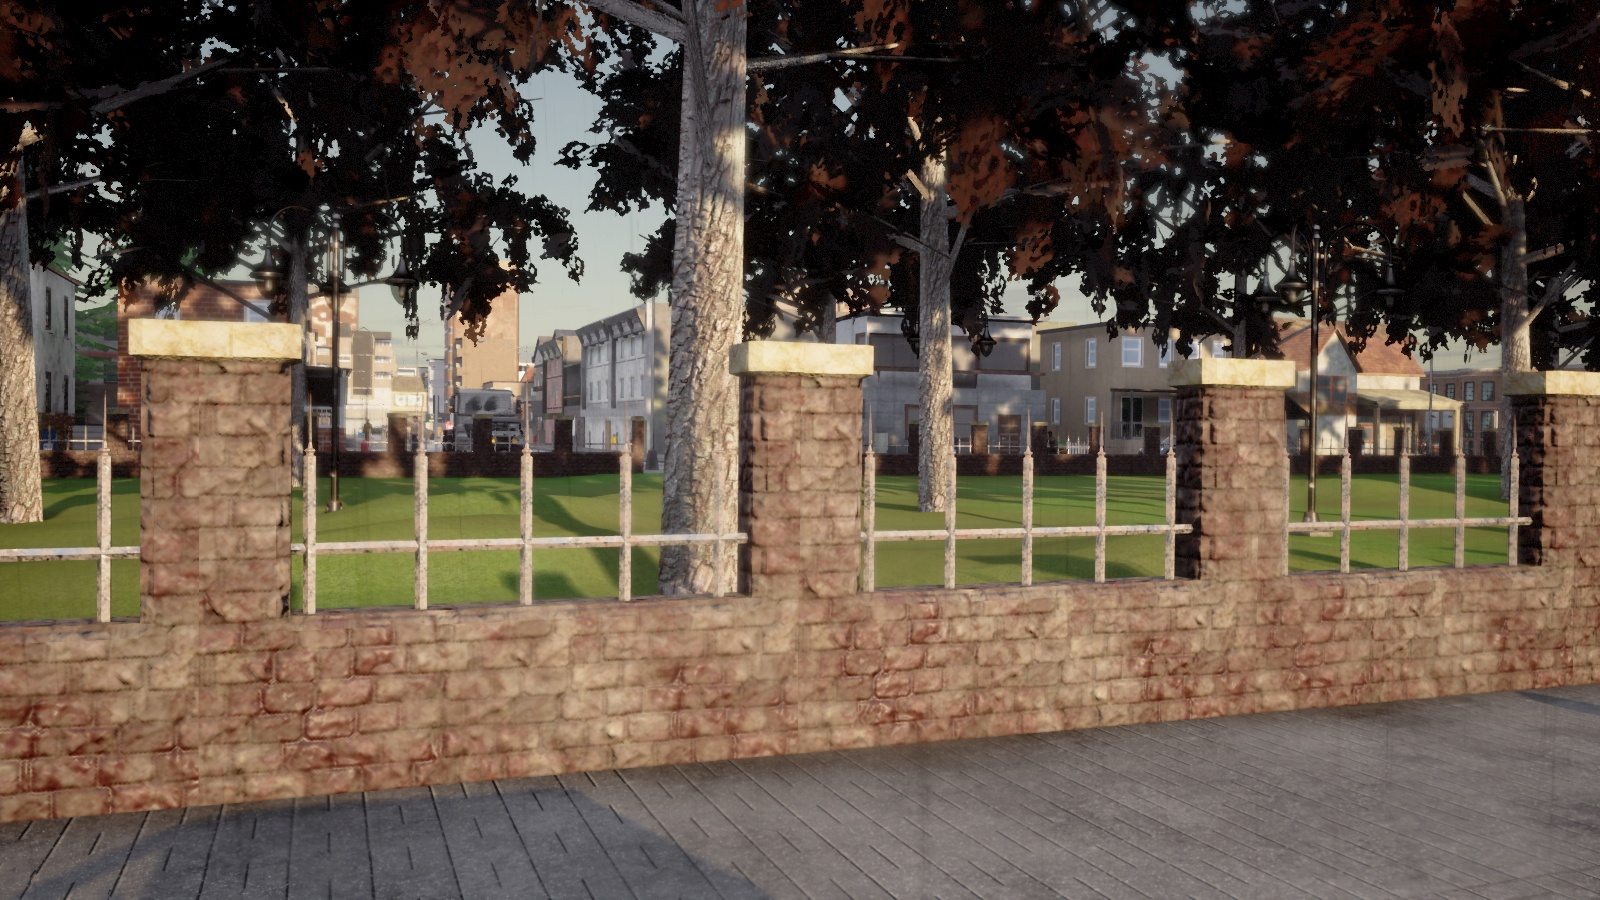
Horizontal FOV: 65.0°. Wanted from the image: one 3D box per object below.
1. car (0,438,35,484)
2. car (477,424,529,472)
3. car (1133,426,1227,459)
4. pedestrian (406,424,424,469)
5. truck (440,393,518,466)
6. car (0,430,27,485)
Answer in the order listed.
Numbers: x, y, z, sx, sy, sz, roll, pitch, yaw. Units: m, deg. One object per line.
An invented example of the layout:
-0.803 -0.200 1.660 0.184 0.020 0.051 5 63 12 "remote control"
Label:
-28.319 0.386 41.466 4.902 1.511 2.128 -1 1 -21 "car"
-12.206 -0.117 51.798 1.905 1.878 3.866 0 1 -11 "car"
17.850 -0.389 59.012 3.806 1.475 1.970 -1 1 -21 "car"
-15.779 -0.162 51.478 0.345 1.836 0.594 0 1 30 "pedestrian"
-16.268 -1.038 63.306 2.891 3.462 7.936 -1 1 -21 "truck"
-26.395 0.246 37.824 5.027 1.651 2.152 -1 1 -24 "car"
